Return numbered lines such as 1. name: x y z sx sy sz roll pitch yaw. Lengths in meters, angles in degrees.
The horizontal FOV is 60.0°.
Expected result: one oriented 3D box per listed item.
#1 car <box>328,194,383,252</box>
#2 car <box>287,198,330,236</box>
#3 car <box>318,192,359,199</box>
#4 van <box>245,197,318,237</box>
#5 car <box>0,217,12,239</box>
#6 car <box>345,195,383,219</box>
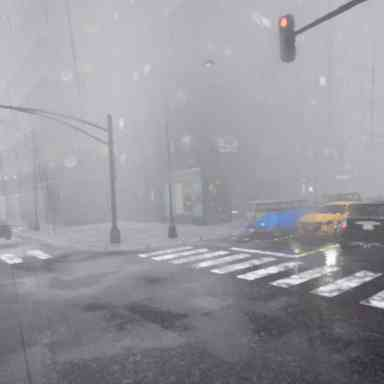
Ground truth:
1. car: 7.047 1.033 11.682 4.553 1.767 2.097 -3 -1 -41
2. car: 7.050 1.209 15.906 5.008 1.535 1.882 -3 -1 -37
3. car: 8.789 1.004 20.600 5.009 1.841 2.192 -3 0 -38
4. van: 4.464 1.232 17.166 3.998 1.788 1.690 -3 0 -38
5. car: -12.391 2.225 20.499 1.947 1.339 4.313 -1 -1 -39
6. car: 13.129 1.031 24.033 4.507 1.381 1.887 -3 0 -38
